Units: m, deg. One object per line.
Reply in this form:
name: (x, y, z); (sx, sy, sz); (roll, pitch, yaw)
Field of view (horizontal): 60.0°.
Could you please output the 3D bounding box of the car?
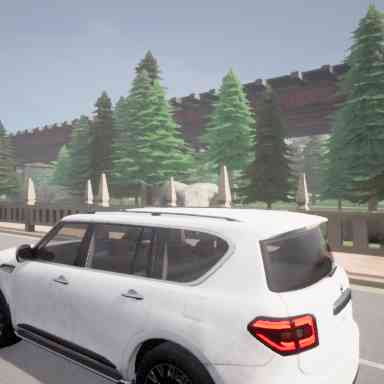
car: (-0.805, 1.221, 4.585); (5.566, 2.045, 2.150); (0, 0, 36)
